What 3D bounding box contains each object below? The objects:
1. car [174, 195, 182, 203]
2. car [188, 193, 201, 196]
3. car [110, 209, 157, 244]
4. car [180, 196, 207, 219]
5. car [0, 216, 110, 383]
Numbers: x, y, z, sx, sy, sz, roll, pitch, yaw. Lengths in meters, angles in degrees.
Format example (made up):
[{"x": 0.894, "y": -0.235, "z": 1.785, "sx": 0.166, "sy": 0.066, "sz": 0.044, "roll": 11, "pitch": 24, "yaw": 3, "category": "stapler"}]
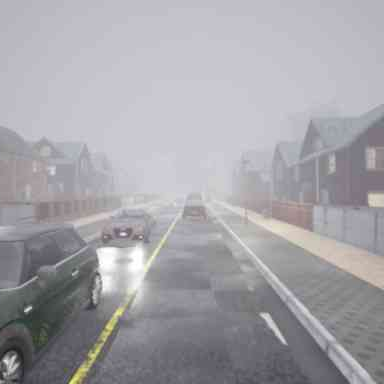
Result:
[{"x": -2.420, "y": 1.374, "z": 63.849, "sx": 1.812, "sy": 1.442, "sz": 4.674, "roll": 0, "pitch": 0, "yaw": 1, "category": "car"}, {"x": 0.321, "y": 1.093, "z": 44.886, "sx": 2.150, "sy": 2.045, "sz": 5.566, "roll": 0, "pitch": 0, "yaw": 1, "category": "car"}, {"x": -2.761, "y": 1.498, "z": 15.387, "sx": 1.994, "sy": 1.385, "sz": 4.181, "roll": 0, "pitch": 0, "yaw": 1, "category": "car"}, {"x": 0.210, "y": 1.379, "z": 28.066, "sx": 1.882, "sy": 1.535, "sz": 5.008, "roll": 0, "pitch": 0, "yaw": 1, "category": "car"}, {"x": -2.822, "y": 1.328, "z": 4.663, "sx": 2.097, "sy": 1.767, "sz": 4.553, "roll": 0, "pitch": 0, "yaw": 0, "category": "car"}]
